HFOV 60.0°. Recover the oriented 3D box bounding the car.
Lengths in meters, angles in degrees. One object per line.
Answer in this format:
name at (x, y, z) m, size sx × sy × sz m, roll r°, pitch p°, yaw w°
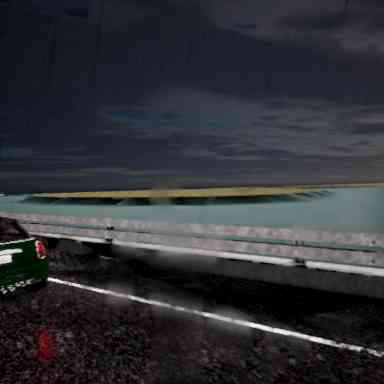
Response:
car at (-5.323, 1.296, 7.400) m, size 4.553 × 1.767 × 2.097 m, roll 0°, pitch 1°, yaw 33°
